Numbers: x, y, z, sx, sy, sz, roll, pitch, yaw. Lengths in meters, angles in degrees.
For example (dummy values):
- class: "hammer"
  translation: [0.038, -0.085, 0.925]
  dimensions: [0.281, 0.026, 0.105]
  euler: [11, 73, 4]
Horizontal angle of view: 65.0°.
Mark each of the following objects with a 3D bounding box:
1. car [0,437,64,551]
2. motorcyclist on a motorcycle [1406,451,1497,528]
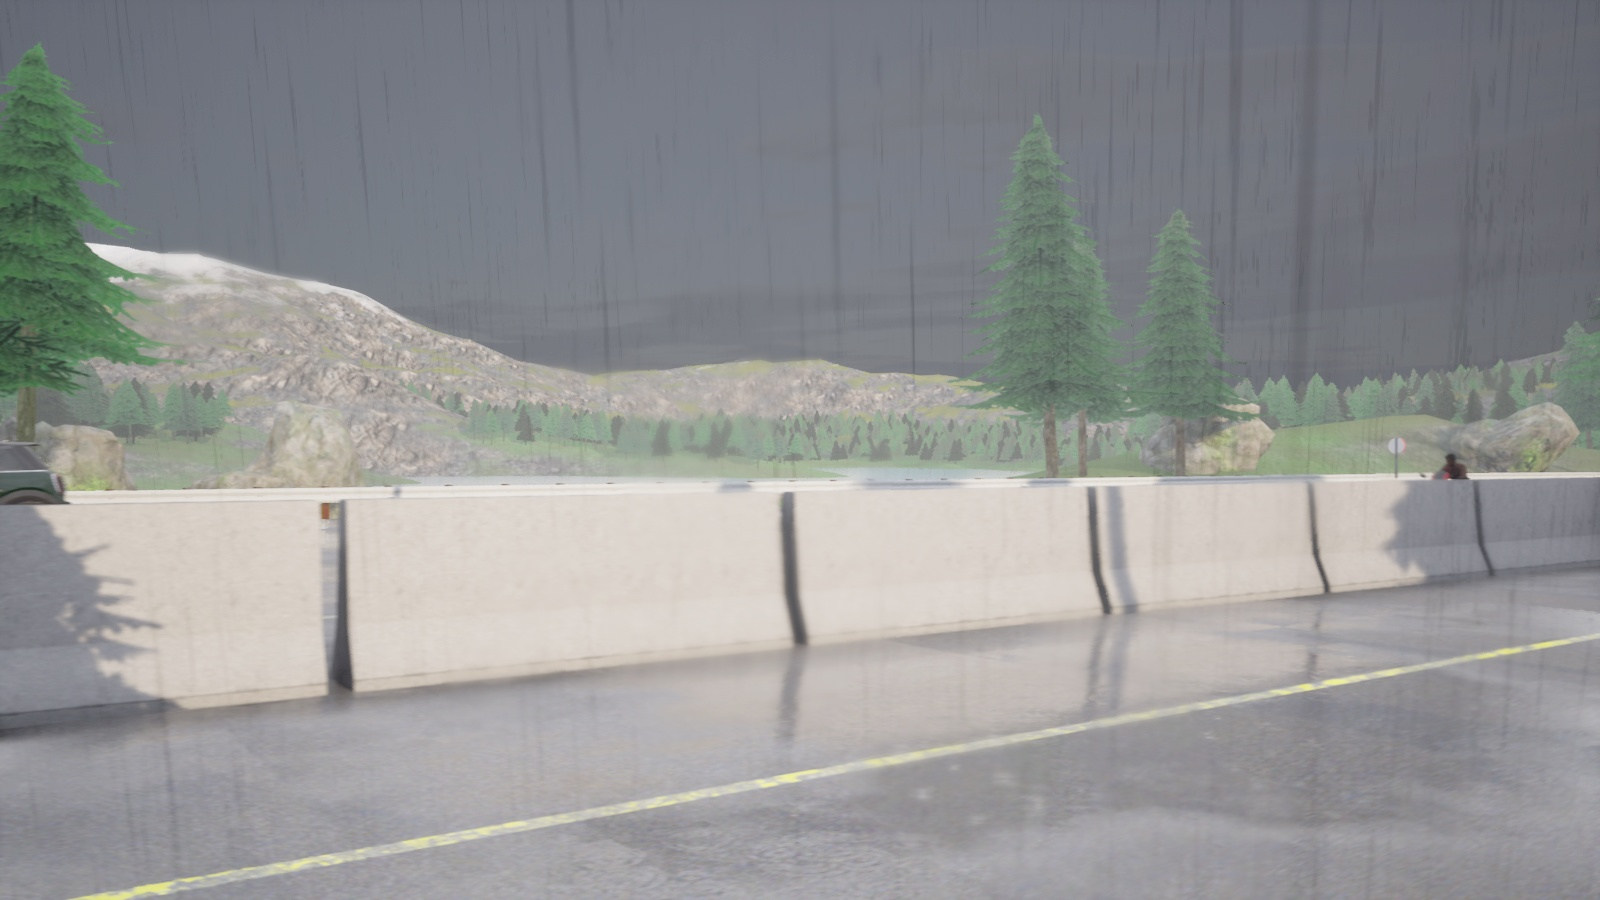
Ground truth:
- class: "car"
  translation: [-14.111, 0.680, 19.422]
  dimensions: [4.553, 1.767, 2.097]
  euler: [0, 0, -35]
- class: "motorcyclist on a motorcycle"
  translation: [13.401, 0.783, 25.794]
  dimensions: [2.044, 1.523, 0.797]
  euler: [0, 0, -35]
